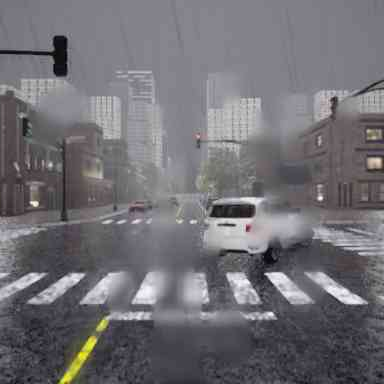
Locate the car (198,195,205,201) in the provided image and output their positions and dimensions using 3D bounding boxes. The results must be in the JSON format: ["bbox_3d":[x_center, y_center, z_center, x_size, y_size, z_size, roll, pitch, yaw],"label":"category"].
[{"bbox_3d":[2.680,1.600,91.813,1.752,1.417,4.829,0,0,0],"label":"car"}]

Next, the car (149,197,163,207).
[{"bbox_3d":[-5.695,1.541,52.795,1.752,1.417,4.829,0,0,0],"label":"car"}]

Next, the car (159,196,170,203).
[{"bbox_3d":[-5.697,1.617,69.540,1.802,1.307,4.206,0,0,0],"label":"car"}]

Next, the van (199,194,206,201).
[{"bbox_3d":[2.681,1.404,86.118,1.690,1.788,3.998,0,0,0],"label":"van"}]

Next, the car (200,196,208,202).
[{"bbox_3d":[2.682,1.626,75.066,1.802,1.307,4.206,0,0,0],"label":"car"}]

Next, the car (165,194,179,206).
[{"bbox_3d":[-3.076,1.521,53.684,1.837,1.490,4.892,0,0,0],"label":"car"}]

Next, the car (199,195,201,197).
[{"bbox_3d":[2.684,1.588,58.492,1.947,1.339,4.313,0,0,0],"label":"car"}]

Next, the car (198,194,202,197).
[{"bbox_3d":[2.683,1.579,64.017,2.008,1.369,4.403,0,0,0],"label":"car"}]

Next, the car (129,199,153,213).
[{"bbox_3d":[-5.781,1.548,36.392,1.887,1.381,4.507,0,0,0],"label":"car"}]

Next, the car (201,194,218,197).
[{"bbox_3d":[2.687,1.322,41.915,2.192,1.841,5.009,0,0,0],"label":"car"}]

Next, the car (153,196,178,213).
[{"bbox_3d":[-3.099,1.496,37.831,2.128,1.511,4.902,0,0,0],"label":"car"}]

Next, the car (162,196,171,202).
[{"bbox_3d":[-5.698,1.569,74.895,1.752,1.417,4.829,0,0,0],"label":"car"}]

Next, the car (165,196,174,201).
[{"bbox_3d":[-5.700,1.614,86.117,2.008,1.369,4.403,0,0,0],"label":"car"}]

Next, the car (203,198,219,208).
[{"bbox_3d":[2.685,1.577,47.441,1.947,1.339,4.313,0,0,0],"label":"car"}]

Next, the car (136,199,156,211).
[{"bbox_3d":[-5.694,1.573,41.914,1.947,1.339,4.313,0,0,0],"label":"car"}]

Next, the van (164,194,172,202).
[{"bbox_3d":[-5.699,1.394,80.591,1.690,1.788,3.998,0,0,0],"label":"van"}]

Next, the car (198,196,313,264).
[{"bbox_3d":[2.578,1.206,12.153,2.150,2.045,5.566,-2,-1,35],"label":"car"}]
